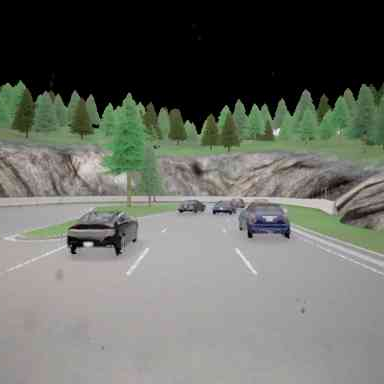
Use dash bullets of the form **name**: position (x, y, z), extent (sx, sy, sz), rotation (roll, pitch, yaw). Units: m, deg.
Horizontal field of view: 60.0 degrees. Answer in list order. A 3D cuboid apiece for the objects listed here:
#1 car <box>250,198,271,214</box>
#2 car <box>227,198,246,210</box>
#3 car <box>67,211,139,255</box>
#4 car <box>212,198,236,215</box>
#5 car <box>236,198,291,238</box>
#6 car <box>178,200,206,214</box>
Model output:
- **car**: position (7.502, 1.478, 36.029), extent (1.882, 1.535, 5.008), rotation (0, 0, 16)
- **car**: position (5.995, 1.547, 44.093), extent (2.033, 1.411, 5.357), rotation (0, 0, 12)
- **car**: position (-3.361, 1.491, 13.311), extent (2.128, 1.511, 4.902), rotation (0, 0, 1)
- **car**: position (3.411, 1.564, 34.338), extent (1.994, 1.385, 4.181), rotation (0, 0, 15)
- **car**: position (3.780, 1.352, 17.939), extent (2.097, 1.767, 4.553), rotation (0, 0, 2)
- **car**: position (0.078, 1.547, 35.694), extent (2.033, 1.411, 5.357), rotation (0, 0, 16)
